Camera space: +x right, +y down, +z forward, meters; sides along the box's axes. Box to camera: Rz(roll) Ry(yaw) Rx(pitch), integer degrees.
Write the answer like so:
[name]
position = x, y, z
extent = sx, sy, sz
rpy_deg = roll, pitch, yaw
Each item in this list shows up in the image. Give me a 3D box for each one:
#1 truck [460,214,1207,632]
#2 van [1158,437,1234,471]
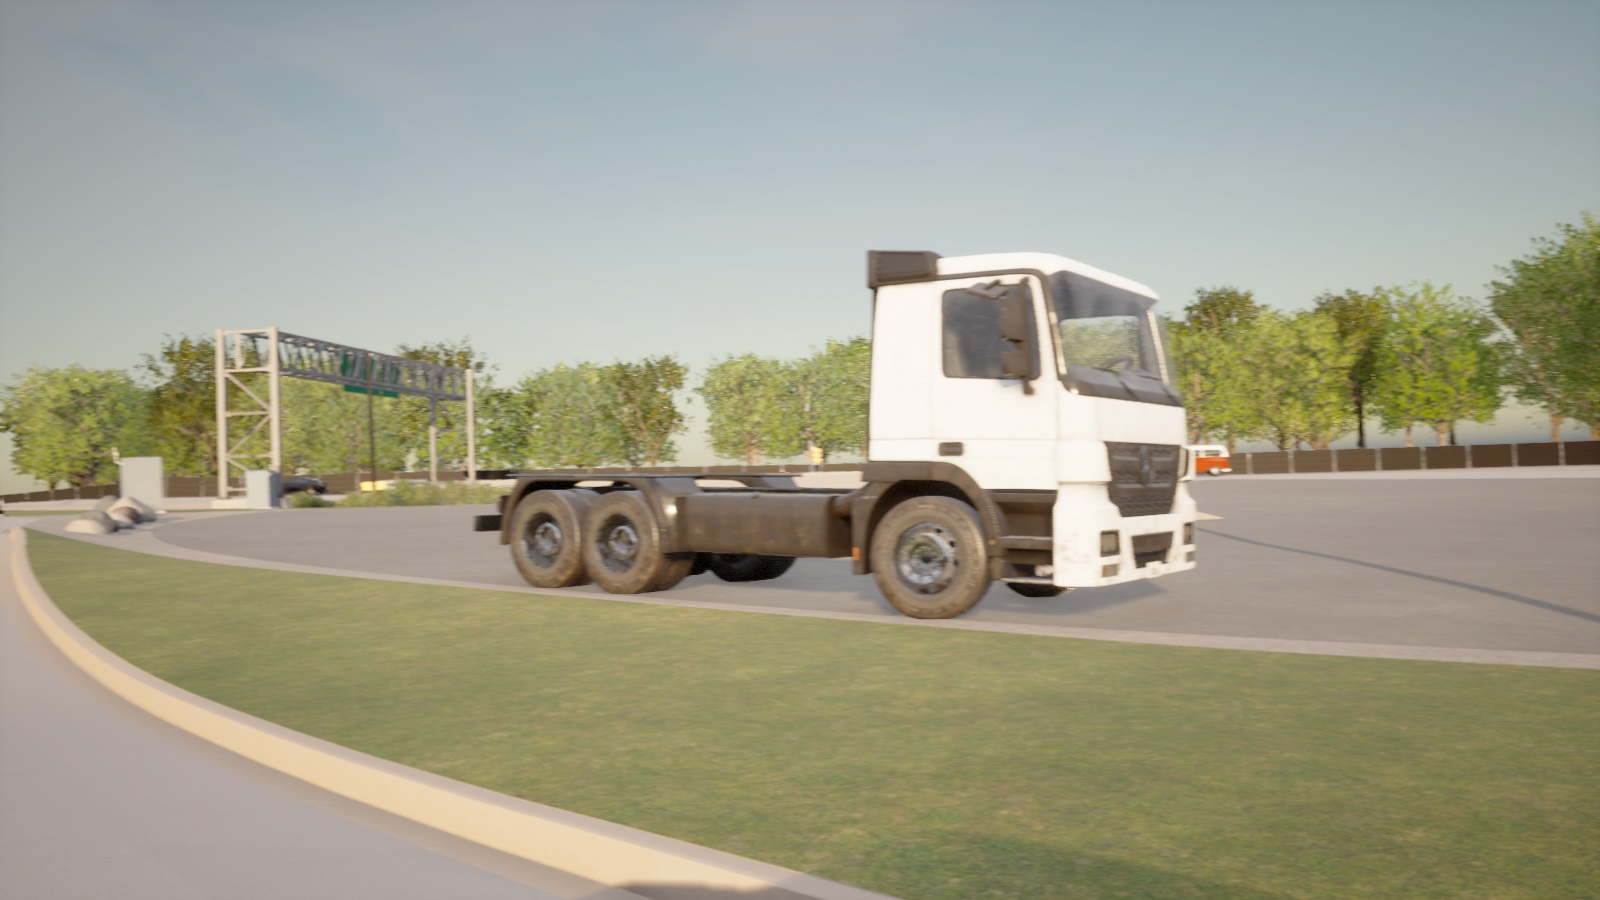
[truck]
position = 0.033, -0.135, 13.883
extent = 7.936, 3.462, 2.891
rpy_deg = -2, -1, 35
[van]
position = 25.923, 0.238, 82.261
extent = 4.480, 2.038, 2.069
rpy_deg = -2, 1, 11
